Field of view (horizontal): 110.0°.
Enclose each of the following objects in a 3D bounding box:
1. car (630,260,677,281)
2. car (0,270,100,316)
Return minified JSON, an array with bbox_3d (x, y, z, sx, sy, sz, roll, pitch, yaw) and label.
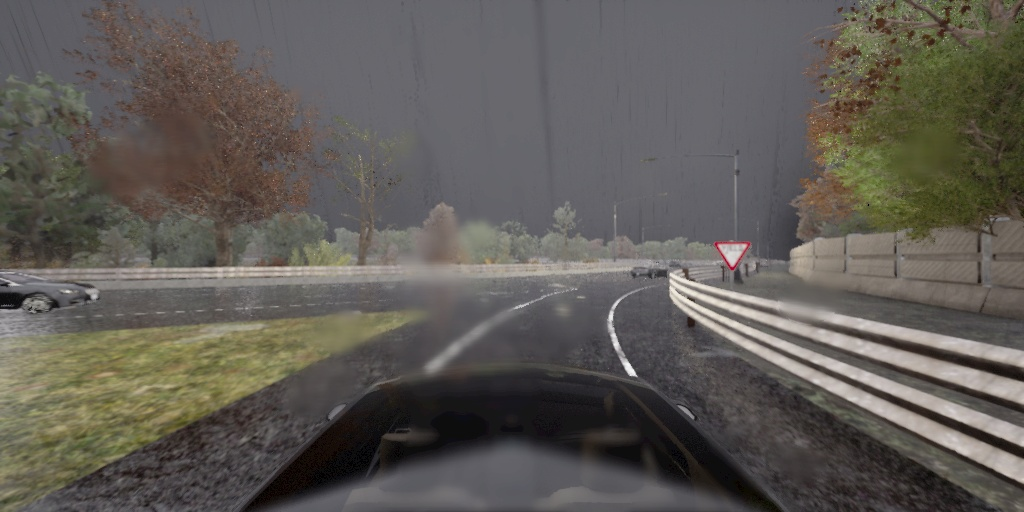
[{"bbox_3d":[12.554,1.366,32.348,4.902,1.511,2.128,0,0,-43],"label":"car"},{"bbox_3d":[-17.670,1.238,12.199,4.902,1.511,2.128,0,0,-26],"label":"car"}]
